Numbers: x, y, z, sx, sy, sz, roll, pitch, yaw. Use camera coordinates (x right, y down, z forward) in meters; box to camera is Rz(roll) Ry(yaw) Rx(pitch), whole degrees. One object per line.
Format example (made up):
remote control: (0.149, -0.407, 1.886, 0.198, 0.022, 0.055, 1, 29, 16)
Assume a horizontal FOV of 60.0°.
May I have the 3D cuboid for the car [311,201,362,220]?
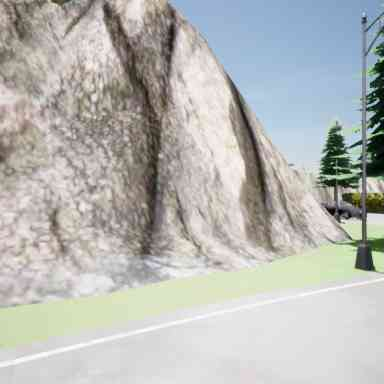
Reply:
car: (12.393, 1.491, 28.315, 2.128, 1.511, 4.902, 0, 0, -26)
